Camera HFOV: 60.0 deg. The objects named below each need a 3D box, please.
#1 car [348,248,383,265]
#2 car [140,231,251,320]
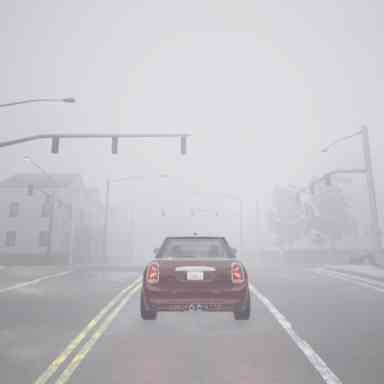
[{"bbox_3d":[16.230,5.689,29.051,4.892,1.490,1.837,0,-12,1],"label":"car"},{"bbox_3d":[0.079,1.789,8.227,2.097,1.767,4.553,0,-6,0],"label":"car"}]
